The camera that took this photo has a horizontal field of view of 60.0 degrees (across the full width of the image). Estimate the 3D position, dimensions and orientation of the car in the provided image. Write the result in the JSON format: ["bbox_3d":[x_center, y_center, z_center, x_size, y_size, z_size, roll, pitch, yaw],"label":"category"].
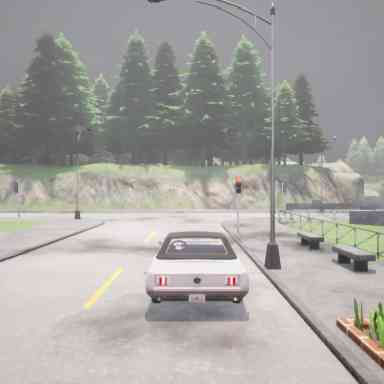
[{"bbox_3d":[0.097,1.601,8.139,1.895,1.301,4.718,0,0,0],"label":"car"}]
